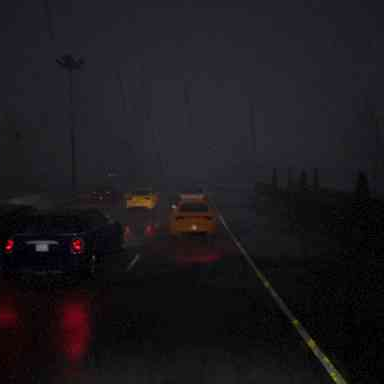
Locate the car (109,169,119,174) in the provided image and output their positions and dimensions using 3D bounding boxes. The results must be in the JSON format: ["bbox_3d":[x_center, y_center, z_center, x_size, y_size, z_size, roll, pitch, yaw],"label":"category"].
[{"bbox_3d":[-21.419,-5.596,91.408,1.895,1.301,4.718,0,5,0],"label":"car"}]

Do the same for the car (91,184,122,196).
[{"bbox_3d":[-6.981,0.058,27.808,2.128,1.511,4.902,0,5,0],"label":"car"}]

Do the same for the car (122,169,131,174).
[{"bbox_3d":[-17.919,-5.670,91.450,2.128,1.511,4.902,0,5,0],"label":"car"}]

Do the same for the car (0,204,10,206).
[{"bbox_3d":[-6.912,1.198,12.825,1.882,1.535,5.008,0,3,0],"label":"car"}]

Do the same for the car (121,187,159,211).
[{"bbox_3d":[-3.462,0.397,23.896,1.882,1.535,5.008,0,5,0],"label":"car"}]

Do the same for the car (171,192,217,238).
[{"bbox_3d":[0.078,1.058,15.310,1.882,1.535,5.008,0,4,0],"label":"car"}]

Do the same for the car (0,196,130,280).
[{"bbox_3d":[-3.406,1.205,9.705,2.097,1.767,4.553,0,2,0],"label":"car"}]

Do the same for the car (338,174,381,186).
[{"bbox_3d":[24.216,-1.750,47.624,5.008,1.535,1.882,0,5,2],"label":"car"}]

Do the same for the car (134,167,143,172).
[{"bbox_3d":[-14.419,-5.969,91.411,2.150,2.045,5.566,0,5,0],"label":"car"}]

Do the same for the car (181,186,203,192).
[{"bbox_3d":[0.020,0.162,27.927,1.895,1.301,4.718,0,5,0],"label":"car"}]

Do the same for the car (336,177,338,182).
[{"bbox_3d":[24.750,-2.049,51.095,4.902,1.511,2.128,0,5,2],"label":"car"}]
